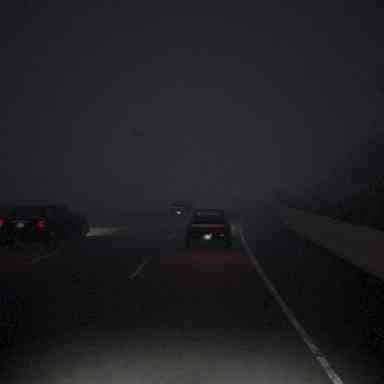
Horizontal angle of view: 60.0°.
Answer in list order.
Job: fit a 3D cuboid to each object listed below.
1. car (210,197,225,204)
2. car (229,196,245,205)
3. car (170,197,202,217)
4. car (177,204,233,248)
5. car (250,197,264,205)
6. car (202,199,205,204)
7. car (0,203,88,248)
[{"bbox_3d":[4.729,1.579,62.348,1.812,1.442,4.674,0,0,22],"label":"car"},{"bbox_3d":[8.414,1.450,62.099,2.097,1.767,4.553,1,0,22],"label":"car"},{"bbox_3d":[-0.674,1.494,30.308,1.837,1.490,4.892,0,0,11],"label":"car"},{"bbox_3d":[0.813,1.500,14.976,2.128,1.511,4.902,1,0,5],"label":"car"},{"bbox_3d":[12.072,1.707,61.832,1.994,1.385,4.181,1,0,22],"label":"car"},{"bbox_3d":[0.671,1.552,62.233,2.033,1.411,5.357,1,0,22],"label":"car"},{"bbox_3d":[-6.289,1.275,14.635,2.097,1.767,4.553,1,0,5],"label":"car"}]
